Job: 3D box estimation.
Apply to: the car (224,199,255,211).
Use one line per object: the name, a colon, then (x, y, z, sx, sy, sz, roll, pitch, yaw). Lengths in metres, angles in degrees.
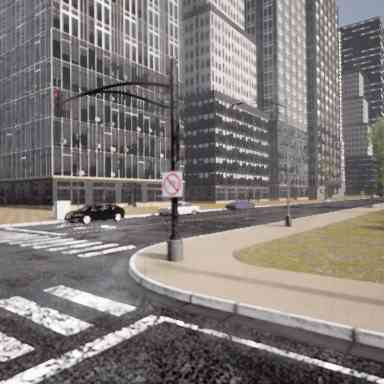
car: (6.356, 1.671, 43.605, 2.033, 1.411, 5.357, -1, -1, 37)

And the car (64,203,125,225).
car: (-7.334, 1.602, 25.443, 1.837, 1.490, 4.892, -1, -1, 37)

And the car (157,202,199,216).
car: (-1.362, 1.710, 33.375, 1.895, 1.301, 4.718, -1, -1, 37)
